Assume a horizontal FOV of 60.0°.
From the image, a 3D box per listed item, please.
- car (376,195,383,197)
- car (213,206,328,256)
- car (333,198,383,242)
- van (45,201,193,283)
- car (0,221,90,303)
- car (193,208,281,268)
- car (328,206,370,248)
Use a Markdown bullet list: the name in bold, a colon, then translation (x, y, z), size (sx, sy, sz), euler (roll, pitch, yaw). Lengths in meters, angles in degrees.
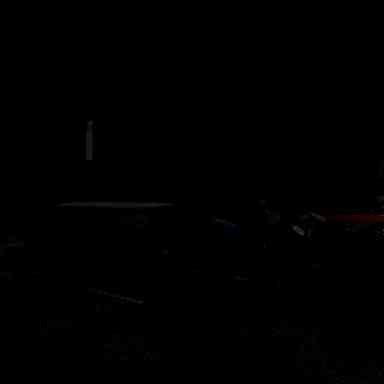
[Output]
- **car**: translation (14.830, 1.204, 21.665), size (5.566, 2.045, 2.435), euler (-1, -1, 35)
- **car**: translation (2.543, 1.346, 13.005), size (4.553, 1.767, 2.185), euler (-1, -1, 34)
- **car**: translation (7.484, 1.337, 16.439), size (4.553, 1.767, 2.185), euler (-1, 0, 35)
- **van**: translation (-2.428, 1.257, 9.557), size (4.442, 1.987, 1.878), euler (-1, 0, 34)
- **car**: translation (-4.772, 1.526, 7.752), size (4.674, 1.452, 2.002), euler (-1, -1, 34)
- **car**: translation (0.121, 1.476, 11.229), size (5.008, 1.535, 2.097), euler (-1, 0, 35)
- **car**: translation (5.014, 1.507, 14.722), size (4.674, 1.452, 2.002), euler (-1, -1, 35)
